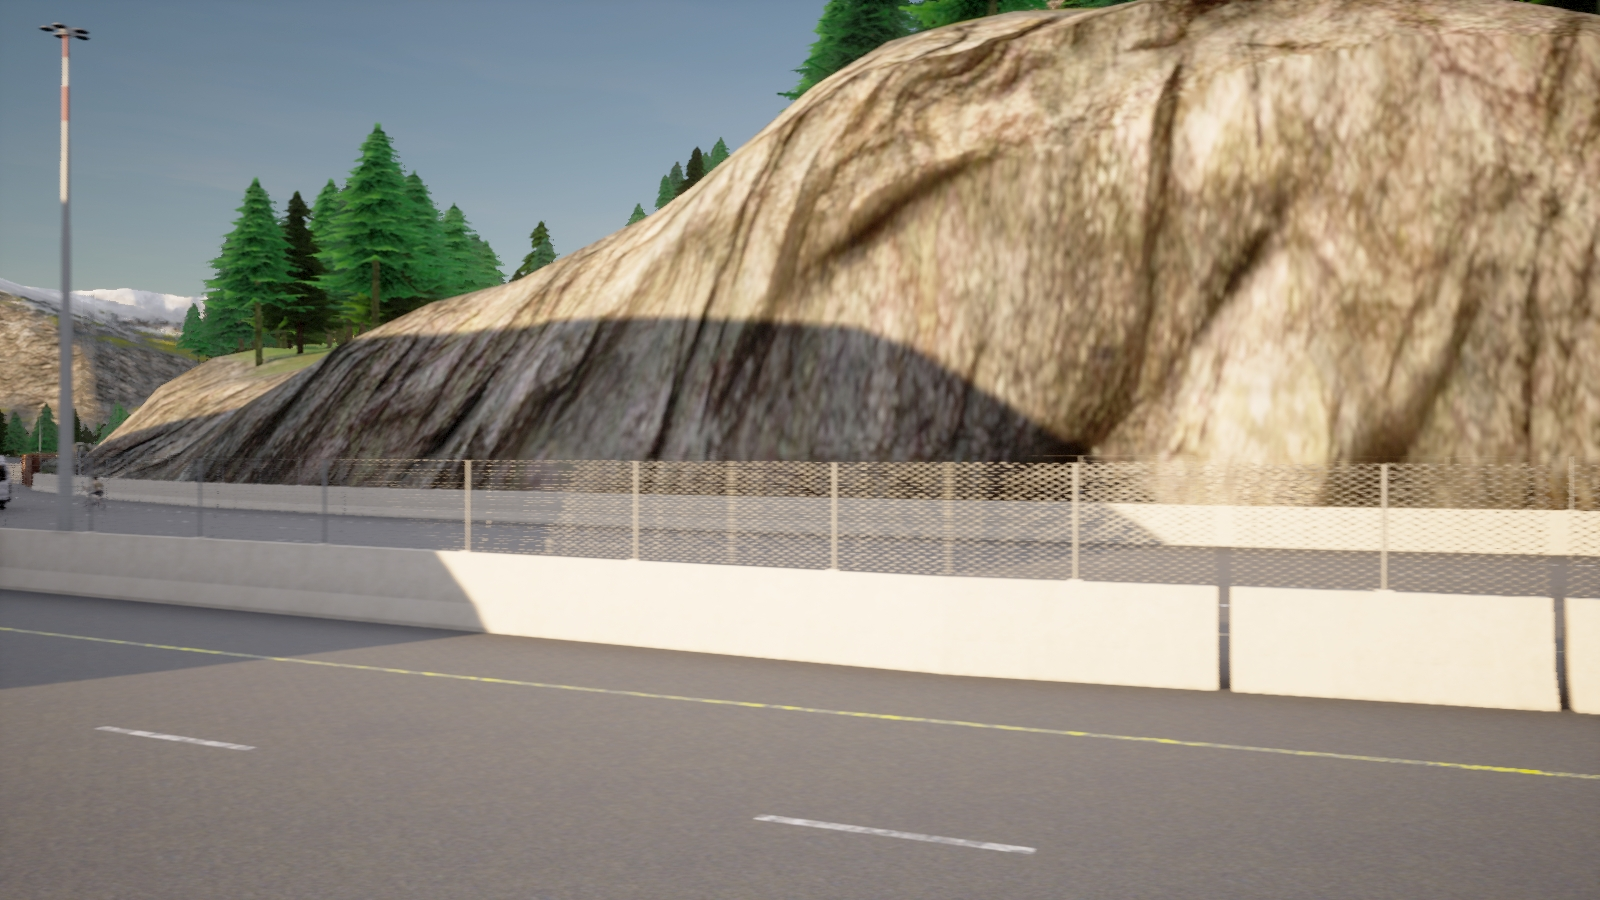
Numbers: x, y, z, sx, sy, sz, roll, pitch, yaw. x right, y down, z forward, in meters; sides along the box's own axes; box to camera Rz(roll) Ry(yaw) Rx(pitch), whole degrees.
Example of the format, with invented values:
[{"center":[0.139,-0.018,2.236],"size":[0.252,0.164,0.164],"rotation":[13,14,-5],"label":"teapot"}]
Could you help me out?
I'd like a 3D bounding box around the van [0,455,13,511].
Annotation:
[{"center":[-39.431,1.535,54.204],"size":[5.915,2.561,1.988],"rotation":[0,0,40],"label":"van"}]
